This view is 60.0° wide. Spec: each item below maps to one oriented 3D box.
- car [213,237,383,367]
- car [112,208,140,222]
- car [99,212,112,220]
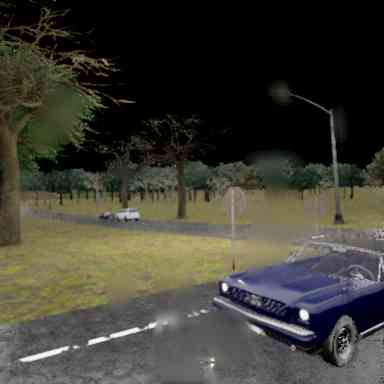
[{"bbox_3d":[2.668,1.547,5.849,4.718,1.301,1.895,-1,0,-36],"label":"car"},{"bbox_3d":[-10.421,3.706,53.924,2.150,2.045,5.566,-2,-1,-34],"label":"car"},{"bbox_3d":[-15.790,4.404,61.710,1.812,1.442,4.674,-2,-1,-35],"label":"car"}]
